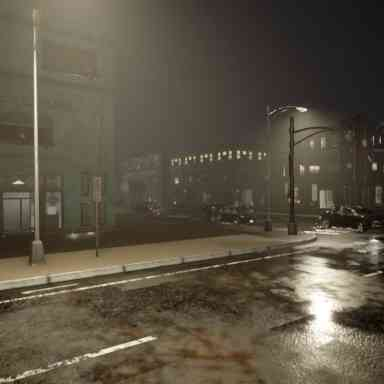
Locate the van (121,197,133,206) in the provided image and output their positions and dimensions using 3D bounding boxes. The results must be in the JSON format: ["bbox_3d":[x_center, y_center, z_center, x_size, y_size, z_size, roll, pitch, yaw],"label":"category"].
[{"bbox_3d":[-10.835,1.906,60.596,1.690,1.788,3.998,-1,0,-35],"label":"van"}]

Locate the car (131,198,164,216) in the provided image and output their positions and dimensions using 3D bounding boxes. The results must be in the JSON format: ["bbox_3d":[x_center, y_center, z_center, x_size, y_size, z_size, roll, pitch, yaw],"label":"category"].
[{"bbox_3d":[-4.819,1.845,37.697,1.967,1.590,4.097,-1,0,-35],"label":"car"}]

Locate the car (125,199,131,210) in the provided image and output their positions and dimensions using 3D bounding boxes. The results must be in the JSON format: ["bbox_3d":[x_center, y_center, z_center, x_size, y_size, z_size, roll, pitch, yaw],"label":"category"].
[{"bbox_3d":[-6.537,1.999,44.611,2.033,1.411,5.357,-1,0,-35],"label":"car"}]

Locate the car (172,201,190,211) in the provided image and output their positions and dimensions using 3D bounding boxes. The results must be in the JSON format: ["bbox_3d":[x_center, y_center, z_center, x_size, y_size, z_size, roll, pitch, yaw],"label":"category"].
[{"bbox_3d":[-1.199,1.965,47.068,1.802,1.307,4.206,-2,0,-35],"label":"car"}]

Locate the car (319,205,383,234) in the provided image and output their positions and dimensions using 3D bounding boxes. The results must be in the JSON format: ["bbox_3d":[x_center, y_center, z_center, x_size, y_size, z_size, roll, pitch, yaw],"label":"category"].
[{"bbox_3d":[9.698,1.578,19.911,1.837,1.490,4.892,0,-2,-17],"label":"car"}]

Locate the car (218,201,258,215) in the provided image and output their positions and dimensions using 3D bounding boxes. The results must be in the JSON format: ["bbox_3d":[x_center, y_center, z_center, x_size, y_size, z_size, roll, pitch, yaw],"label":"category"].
[{"bbox_3d":[5.220,1.809,38.050,2.008,1.369,4.403,-2,0,-35],"label":"car"}]

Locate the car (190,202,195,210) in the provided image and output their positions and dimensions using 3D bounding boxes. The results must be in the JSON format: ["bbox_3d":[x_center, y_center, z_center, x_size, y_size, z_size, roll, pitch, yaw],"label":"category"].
[{"bbox_3d":[2.010,1.903,42.559,1.802,1.307,4.206,-2,0,-35],"label":"car"}]

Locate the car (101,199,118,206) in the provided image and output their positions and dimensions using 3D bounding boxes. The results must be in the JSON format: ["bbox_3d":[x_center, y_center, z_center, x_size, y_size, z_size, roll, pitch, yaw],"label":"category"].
[{"bbox_3d":[-17.250,2.226,69.614,1.887,1.381,4.507,-1,0,-35],"label":"car"}]

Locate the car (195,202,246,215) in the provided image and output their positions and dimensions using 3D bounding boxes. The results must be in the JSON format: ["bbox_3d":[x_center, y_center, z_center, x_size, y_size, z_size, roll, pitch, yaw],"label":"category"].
[{"bbox_3d":[2.633,1.800,31.715,1.812,1.442,4.674,-1,0,-36],"label":"car"}]

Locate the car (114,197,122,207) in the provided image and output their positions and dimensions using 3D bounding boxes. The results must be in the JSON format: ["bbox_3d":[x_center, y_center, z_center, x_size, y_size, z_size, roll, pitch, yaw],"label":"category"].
[{"bbox_3d":[-14.046,1.939,65.105,2.192,1.841,5.009,-1,0,-35],"label":"car"}]

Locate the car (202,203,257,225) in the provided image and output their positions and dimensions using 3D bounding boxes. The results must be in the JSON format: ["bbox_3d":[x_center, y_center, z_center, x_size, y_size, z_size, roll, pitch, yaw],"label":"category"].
[{"bbox_3d":[3.133,1.814,26.322,1.947,1.339,4.313,-2,0,-35],"label":"car"}]
